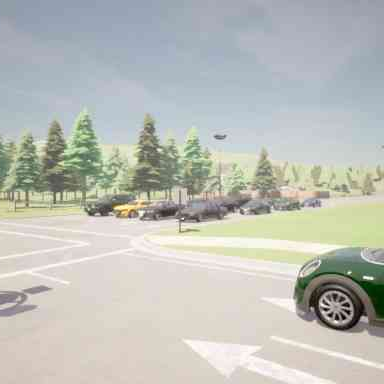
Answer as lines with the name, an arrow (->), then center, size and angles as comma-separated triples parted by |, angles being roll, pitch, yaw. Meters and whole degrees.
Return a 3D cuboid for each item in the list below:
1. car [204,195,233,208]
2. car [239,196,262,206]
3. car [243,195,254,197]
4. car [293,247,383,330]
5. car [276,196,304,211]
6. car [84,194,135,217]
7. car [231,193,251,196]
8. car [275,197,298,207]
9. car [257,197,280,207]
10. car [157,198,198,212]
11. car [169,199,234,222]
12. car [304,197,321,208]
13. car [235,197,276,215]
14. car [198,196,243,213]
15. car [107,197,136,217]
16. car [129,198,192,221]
car -> 3.948, 1.352, 48.240 | 2.097, 1.767, 4.553 | 0, 0, 36
car -> 9.986, 1.478, 56.417 | 1.882, 1.535, 5.008 | 0, 0, 37
car -> 8.657, 1.491, 42.830 | 2.128, 1.511, 4.902 | 0, 0, 36
car -> 4.059, 1.352, 5.394 | 4.553, 1.767, 2.097 | 0, 0, 35
car -> 11.812, 1.352, 41.210 | 2.097, 1.767, 4.553 | 0, 0, 36
car -> -7.705, 1.221, 32.357 | 2.150, 2.045, 5.566 | 0, 0, 36
car -> 6.426, 1.221, 45.706 | 2.150, 2.045, 5.566 | 0, 0, 36
car -> 14.549, 1.526, 50.824 | 1.812, 1.442, 4.674 | 0, 0, 37
car -> 12.398, 1.564, 53.796 | 1.994, 1.385, 4.181 | 0, 0, 37
car -> -1.687, 1.547, 40.564 | 2.033, 1.411, 5.357 | 0, 0, 36
car -> 0.906, 1.547, 26.346 | 2.033, 1.411, 5.357 | 0, 0, 36
car -> 17.724, 1.526, 49.228 | 1.812, 1.442, 4.674 | 0, 0, 37
car -> 6.585, 1.526, 34.072 | 1.812, 1.442, 4.674 | 0, 0, 36
car -> 3.077, 1.478, 35.226 | 1.882, 1.535, 5.008 | 0, 0, 36
car -> -4.872, 1.478, 30.303 | 1.882, 1.535, 5.008 | 0, 0, 36
car -> -2.482, 1.491, 27.645 | 2.128, 1.511, 4.902 | 0, 0, 36
